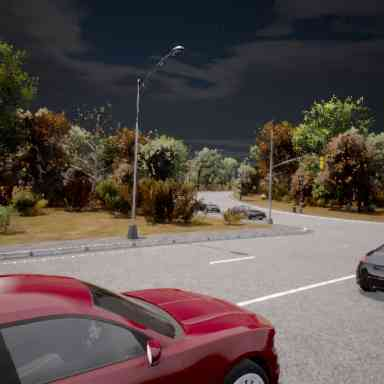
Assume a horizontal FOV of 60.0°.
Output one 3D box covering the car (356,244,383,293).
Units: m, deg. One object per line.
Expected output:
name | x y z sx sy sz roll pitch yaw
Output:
car | 5.777 1.665 7.922 4.181 1.385 1.994 1 -1 -35

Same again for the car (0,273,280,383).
car | -1.371 1.479 2.768 5.008 1.535 1.882 0 0 -36

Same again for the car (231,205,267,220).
car | 5.797 2.179 36.053 2.033 1.411 5.357 3 -1 -26

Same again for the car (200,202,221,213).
car | 2.355 2.071 45.338 1.994 1.385 4.181 3 0 -19
